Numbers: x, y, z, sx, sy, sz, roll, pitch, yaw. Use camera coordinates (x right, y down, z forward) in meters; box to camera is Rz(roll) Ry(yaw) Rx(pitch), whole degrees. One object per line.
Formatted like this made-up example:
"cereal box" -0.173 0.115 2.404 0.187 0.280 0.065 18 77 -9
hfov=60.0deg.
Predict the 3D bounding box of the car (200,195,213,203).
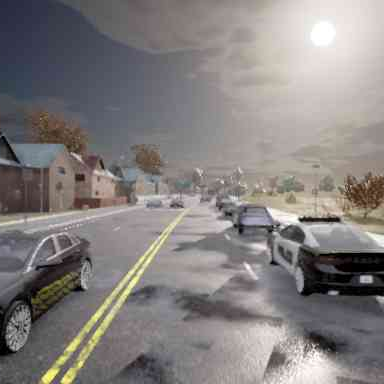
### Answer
"car" 2.897 1.394 72.392 2.097 1.767 4.553 0 0 5

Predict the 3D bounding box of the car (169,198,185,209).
"car" -2.066 1.616 47.371 2.033 1.411 5.357 0 0 3

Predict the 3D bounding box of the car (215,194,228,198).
"car" 4.801 1.296 52.489 2.150 2.045 5.566 0 0 3

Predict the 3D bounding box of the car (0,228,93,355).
"car" -3.310 1.498 6.154 2.128 1.511 4.902 0 0 0

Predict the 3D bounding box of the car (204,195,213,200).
"car" 4.665 1.513 92.144 2.033 1.411 5.357 0 0 6

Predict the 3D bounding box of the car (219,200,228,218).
"car" 3.784 1.641 30.625 1.895 1.301 4.718 0 0 2

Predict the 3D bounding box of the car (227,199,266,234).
"car" 3.472 1.458 19.655 2.033 1.649 4.856 0 0 1

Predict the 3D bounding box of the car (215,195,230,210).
"car" 4.225 1.534 41.530 1.882 1.535 5.008 0 0 3

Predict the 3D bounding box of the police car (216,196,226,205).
"police car" 5.513 1.519 63.490 1.930 1.638 5.238 0 0 4

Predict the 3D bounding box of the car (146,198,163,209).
"car" -5.298 1.596 47.591 1.812 1.442 4.674 0 0 3

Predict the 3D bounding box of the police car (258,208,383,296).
"police car" 3.295 1.439 8.822 1.930 1.638 5.238 0 0 1
